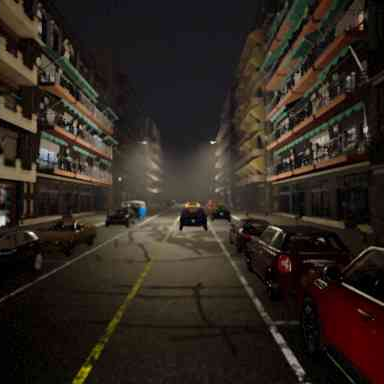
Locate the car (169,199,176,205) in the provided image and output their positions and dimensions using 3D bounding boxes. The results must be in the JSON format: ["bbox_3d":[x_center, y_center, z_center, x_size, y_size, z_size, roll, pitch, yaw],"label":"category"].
[{"bbox_3d":[-5.362,2.787,91.827,1.752,1.417,4.829,1,-1,0],"label":"car"}]

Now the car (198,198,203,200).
[{"bbox_3d":[2.529,2.544,75.512,1.752,1.417,4.829,1,-1,0],"label":"car"}]

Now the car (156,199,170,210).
[{"bbox_3d":[-5.340,2.304,58.447,1.752,1.417,4.829,1,-1,0],"label":"car"}]

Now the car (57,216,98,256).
[{"bbox_3d":[-5.312,1.701,13.937,1.752,1.417,4.829,1,-1,0],"label":"car"}]

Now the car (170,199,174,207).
[{"bbox_3d":[-5.348,2.503,69.742,1.947,1.339,4.313,1,-1,0],"label":"car"}]

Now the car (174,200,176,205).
[{"bbox_3d":[-5.353,2.538,80.872,1.967,1.590,4.097,1,-1,0],"label":"car"}]

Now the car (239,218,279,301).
[{"bbox_3d":[2.573,1.546,8.586,1.967,1.590,4.097,1,-1,0],"label":"car"}]

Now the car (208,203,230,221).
[{"bbox_3d":[2.557,1.967,30.835,1.947,1.339,4.313,1,-1,0],"label":"car"}]

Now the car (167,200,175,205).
[{"bbox_3d":[-5.358,2.704,86.264,1.752,1.417,4.829,1,-1,0],"label":"car"}]

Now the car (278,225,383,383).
[{"bbox_3d":[2.578,1.351,3.024,2.192,1.841,5.009,1,-1,0],"label":"car"}]

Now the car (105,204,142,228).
[{"bbox_3d":[-5.320,1.877,25.234,2.008,1.369,4.403,1,-1,0],"label":"car"}]

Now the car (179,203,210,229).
[{"bbox_3d":[0.086,1.787,24.000,1.882,1.535,5.008,0,-1,0],"label":"car"}]

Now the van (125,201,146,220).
[{"bbox_3d":[-5.320,1.743,30.801,1.690,1.788,3.998,1,-1,0],"label":"van"}]

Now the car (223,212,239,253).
[{"bbox_3d":[2.567,1.760,14.144,1.802,1.307,4.206,1,-1,0],"label":"car"}]

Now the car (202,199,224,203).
[{"bbox_3d":[2.557,1.791,36.402,2.192,1.841,5.009,1,-1,0],"label":"car"}]

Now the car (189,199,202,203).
[{"bbox_3d":[0.076,2.026,41.655,1.882,1.535,5.008,0,-1,0],"label":"car"}]

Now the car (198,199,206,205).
[{"bbox_3d":[2.523,2.621,86.469,1.967,1.590,4.097,1,-1,0],"label":"car"}]

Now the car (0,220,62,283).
[{"bbox_3d":[-5.309,1.657,8.545,2.008,1.369,4.403,1,-1,0],"label":"car"}]

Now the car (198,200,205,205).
[{"bbox_3d":[2.517,2.846,92.030,1.802,1.307,4.206,1,-1,0],"label":"car"}]
